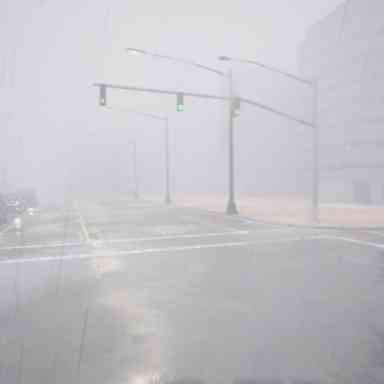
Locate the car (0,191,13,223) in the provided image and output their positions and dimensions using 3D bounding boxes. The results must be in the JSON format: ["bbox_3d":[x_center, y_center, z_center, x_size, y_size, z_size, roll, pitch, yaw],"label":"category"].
[{"bbox_3d":[-12.132,0.948,19.157,2.150,2.045,5.566,-1,1,-20],"label":"car"}]

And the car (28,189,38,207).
[{"bbox_3d":[-19.175,0.626,38.376,2.150,2.045,5.566,-1,1,-20],"label":"car"}]

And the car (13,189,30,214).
[{"bbox_3d":[-15.581,0.921,28.563,2.097,1.767,4.553,-1,1,-20],"label":"car"}]
